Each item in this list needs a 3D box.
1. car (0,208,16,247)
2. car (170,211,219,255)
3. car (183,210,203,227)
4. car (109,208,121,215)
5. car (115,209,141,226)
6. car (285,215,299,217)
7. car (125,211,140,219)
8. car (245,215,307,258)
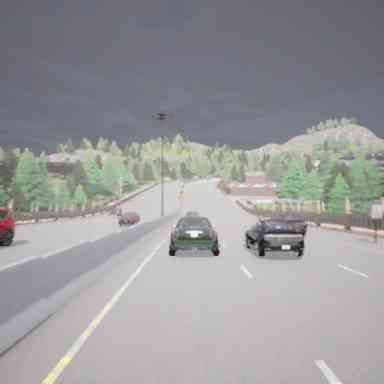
[{"bbox_3d":[-10.594,1.761,15.733,2.150,2.045,5.566,0,-3,0],"label":"car"},{"bbox_3d":[0.092,1.900,15.914,2.097,1.767,4.553,0,-3,0],"label":"car"},{"bbox_3d":[0.082,2.833,36.252,2.097,1.767,4.553,0,-3,0],"label":"car"},{"bbox_3d":[-14.031,3.700,61.442,2.097,1.767,4.553,0,-2,0],"label":"car"},{"bbox_3d":[-7.060,3.043,38.082,1.882,1.535,5.008,0,-3,0],"label":"car"},{"bbox_3d":[7.087,2.457,24.982,2.128,1.511,4.902,0,-3,0],"label":"car"},{"bbox_3d":[-10.530,4.147,59.389,1.895,1.301,4.718,0,-3,0],"label":"car"},{"bbox_3d":[3.592,2.004,15.130,2.128,1.511,4.902,0,-3,0],"label":"car"}]
